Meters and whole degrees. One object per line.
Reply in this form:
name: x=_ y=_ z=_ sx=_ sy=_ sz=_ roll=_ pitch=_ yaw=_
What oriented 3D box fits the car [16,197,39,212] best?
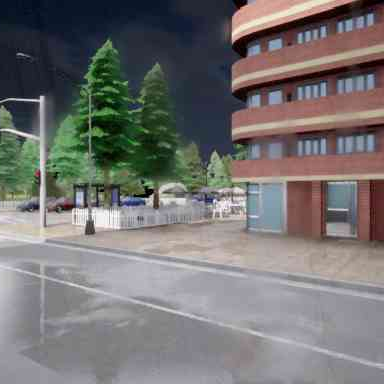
car: x=-17.144 y=1.296 z=37.267 sx=2.097 sy=1.767 sz=4.553 roll=0 pitch=0 yaw=35

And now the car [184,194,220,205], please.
car: x=1.376 y=1.156 z=54.399 sx=5.566 sy=2.045 sz=2.150 roll=-2 pitch=1 yaw=-39

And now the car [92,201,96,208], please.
car: x=-11.667 y=1.508 z=44.842 sx=1.994 sy=1.385 sz=4.181 roll=0 pitch=0 yaw=35

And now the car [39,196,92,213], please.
car: x=-13.660 y=1.296 z=36.129 sx=2.097 sy=1.767 sz=4.553 roll=0 pitch=0 yaw=36

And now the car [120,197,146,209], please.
car: x=-8.252 y=1.422 z=43.570 sx=1.882 sy=1.535 sz=5.008 roll=0 pitch=0 yaw=37
